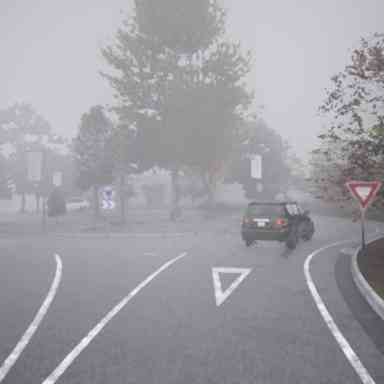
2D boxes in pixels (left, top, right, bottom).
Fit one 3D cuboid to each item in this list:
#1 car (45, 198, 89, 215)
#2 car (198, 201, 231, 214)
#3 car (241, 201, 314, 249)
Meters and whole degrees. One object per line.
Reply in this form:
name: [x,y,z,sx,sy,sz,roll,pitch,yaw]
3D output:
car: [-16.186,1.776,43.276,2.150,2.045,5.566,-2,-1,45]
car: [3.057,2.090,46.558,4.553,1.767,2.097,0,-1,30]
car: [4.179,1.424,15.815,2.150,2.045,5.566,-1,-1,30]
